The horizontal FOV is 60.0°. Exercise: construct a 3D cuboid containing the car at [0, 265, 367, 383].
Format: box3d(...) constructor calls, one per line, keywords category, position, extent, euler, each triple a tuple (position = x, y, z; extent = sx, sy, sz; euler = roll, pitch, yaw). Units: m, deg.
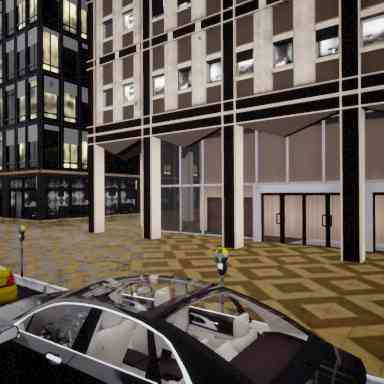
box3d(category="car", position=(-0.650, 1.551, 3.346), extent=(4.403, 1.369, 2.008), euler=(0, 0, 36))
